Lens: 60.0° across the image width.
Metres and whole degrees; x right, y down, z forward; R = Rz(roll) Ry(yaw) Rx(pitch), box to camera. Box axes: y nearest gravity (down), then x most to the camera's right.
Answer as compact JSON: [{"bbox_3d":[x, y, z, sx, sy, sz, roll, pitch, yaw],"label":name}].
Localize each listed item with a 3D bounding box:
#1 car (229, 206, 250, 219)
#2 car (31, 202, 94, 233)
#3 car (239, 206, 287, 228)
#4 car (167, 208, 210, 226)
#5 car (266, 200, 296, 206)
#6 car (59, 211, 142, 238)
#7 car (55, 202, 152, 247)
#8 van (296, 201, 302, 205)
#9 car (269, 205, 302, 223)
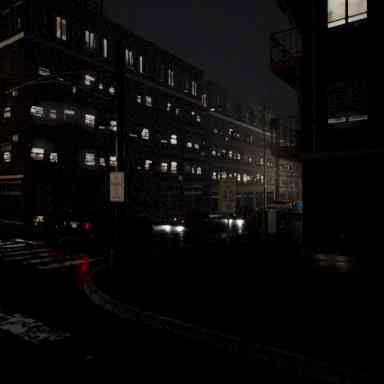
[{"bbox_3d":[5.519,2.196,35.967,1.994,1.385,4.181,0,-1,34],"label":"car"},{"bbox_3d":[-7.697,1.604,21.603,2.192,1.841,5.009,-1,-2,35],"label":"car"},{"bbox_3d":[5.694,2.048,26.179,1.802,1.307,4.206,-2,-2,35],"label":"car"},{"bbox_3d":[-0.195,2.013,27.793,1.994,1.385,4.181,0,-1,34],"label":"car"},{"bbox_3d":[11.696,2.050,44.712,2.150,2.045,5.566,0,-1,35],"label":"car"},{"bbox_3d":[-5.435,1.884,20.320,1.895,1.301,4.718,0,-1,36],"label":"car"},{"bbox_3d":[-4.058,1.587,16.669,2.097,1.767,4.553,0,-1,35],"label":"car"},{"bbox_3d":[18.357,2.463,58.868,1.690,1.788,3.998,-1,-2,35],"label":"van"},{"bbox_3d":[8.951,2.121,30.839,2.008,1.369,4.403,-2,-2,35],"label":"car"}]
